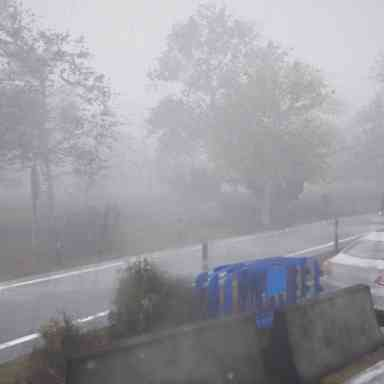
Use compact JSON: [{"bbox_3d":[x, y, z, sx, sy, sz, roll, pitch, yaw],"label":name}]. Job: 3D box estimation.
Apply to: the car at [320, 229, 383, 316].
[{"bbox_3d":[4.558,1.471,6.896,4.674,1.452,2.002,-3,0,-34],"label":"car"}]
